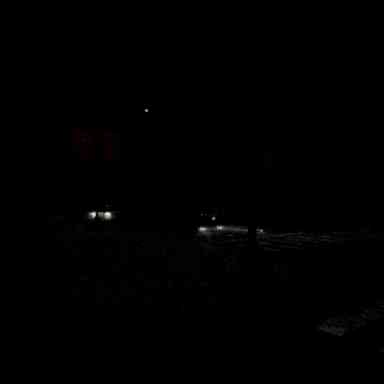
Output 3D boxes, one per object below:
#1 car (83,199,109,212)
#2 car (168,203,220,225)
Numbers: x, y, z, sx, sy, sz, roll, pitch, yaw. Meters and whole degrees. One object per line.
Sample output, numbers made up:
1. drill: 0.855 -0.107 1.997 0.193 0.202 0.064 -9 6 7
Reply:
1. car: -12.014 1.623 41.441 1.882 1.535 5.008 0 0 -35
2. car: 0.056 1.558 24.626 2.128 1.511 4.902 0 0 -36
